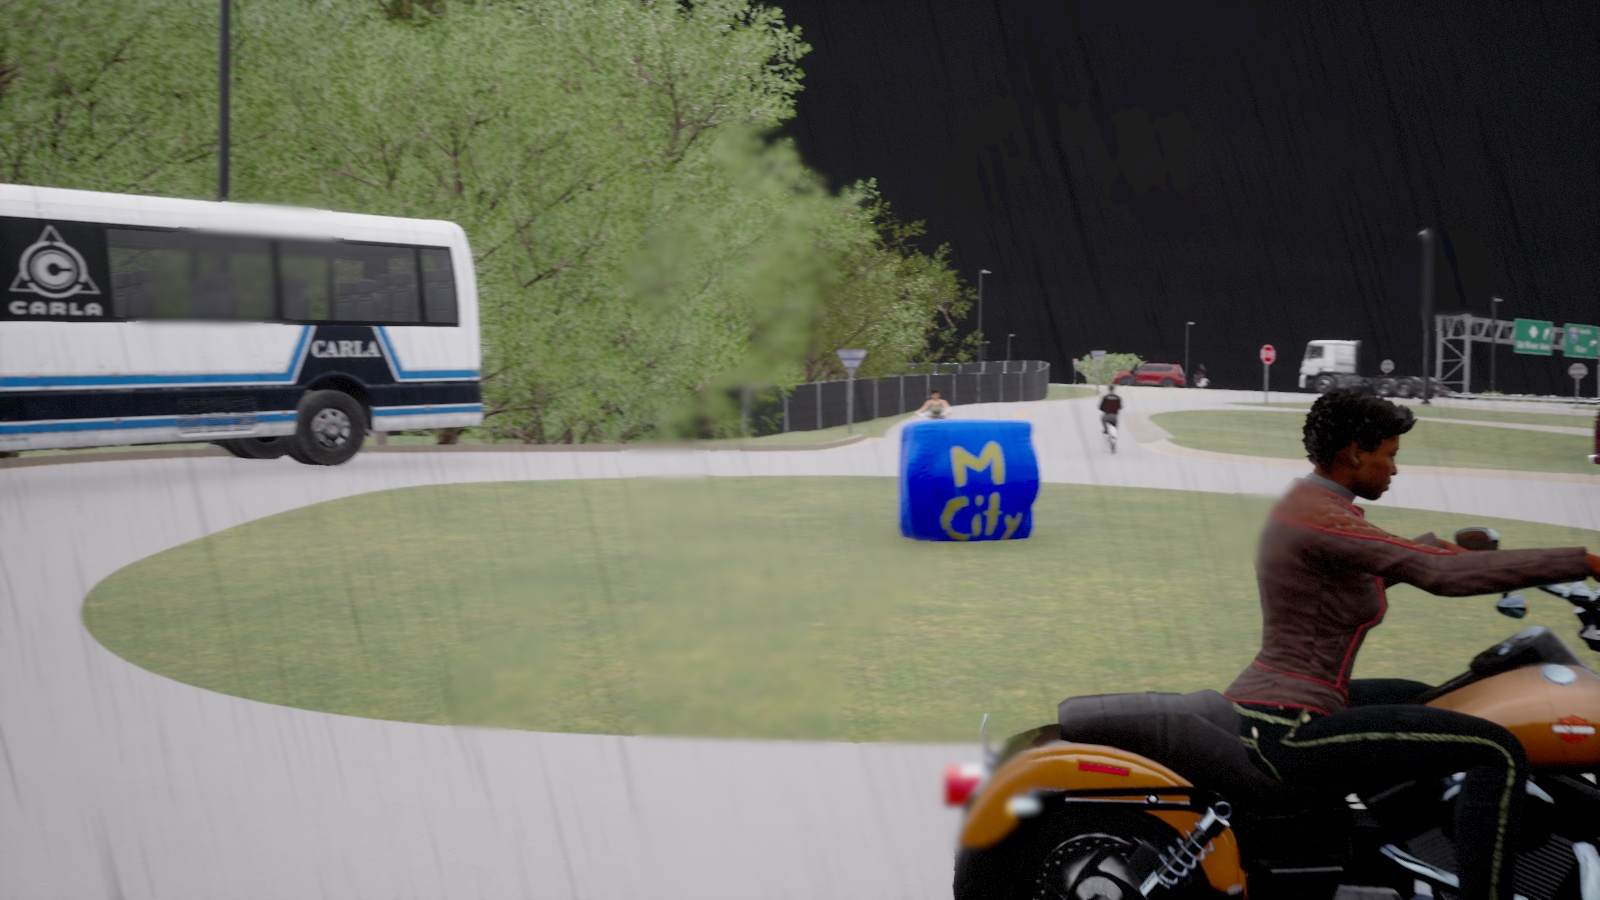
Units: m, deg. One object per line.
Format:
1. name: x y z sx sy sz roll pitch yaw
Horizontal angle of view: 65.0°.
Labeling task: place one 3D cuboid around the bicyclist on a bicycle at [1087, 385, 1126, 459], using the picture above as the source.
1. bicyclist on a bicycle: 7.649 -0.720 31.406 0.659 1.776 1.843 1 3 6

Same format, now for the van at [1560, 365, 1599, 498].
1. van: 13.643 -0.195 17.958 2.069 2.038 4.480 2 2 -15

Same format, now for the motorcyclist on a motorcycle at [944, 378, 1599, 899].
1. motorcyclist on a motorcycle: 1.546 0.670 2.991 2.350 1.649 0.766 0 1 10

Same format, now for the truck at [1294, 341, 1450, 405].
1. truck: 34.427 -4.704 75.960 2.891 3.462 7.936 0 5 -36

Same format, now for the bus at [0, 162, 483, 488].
1. bus: -10.451 -1.843 19.390 3.944 4.253 10.273 3 6 41
